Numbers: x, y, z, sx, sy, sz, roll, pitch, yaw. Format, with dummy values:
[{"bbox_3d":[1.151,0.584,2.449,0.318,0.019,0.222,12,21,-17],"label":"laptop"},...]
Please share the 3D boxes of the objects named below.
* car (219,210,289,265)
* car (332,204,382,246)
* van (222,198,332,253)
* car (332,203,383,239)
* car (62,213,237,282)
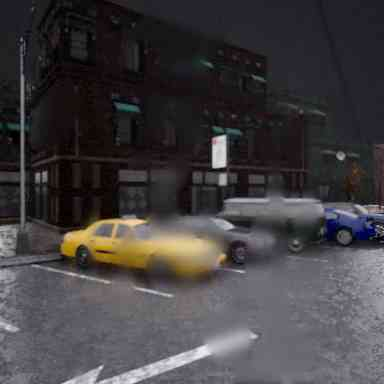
[{"bbox_3d":[0.672,1.511,11.661,4.674,1.452,2.002,-1,-1,34],"label":"car"},{"bbox_3d":[5.553,1.457,15.154,5.008,1.535,2.097,-1,0,34],"label":"car"},{"bbox_3d":[3.010,1.240,13.473,4.442,1.987,1.878,-1,0,34],"label":"van"},{"bbox_3d":[7.969,1.325,16.938,4.553,1.767,2.185,-1,-1,34],"label":"car"},{"bbox_3d":[-1.610,1.472,9.795,5.366,1.575,1.946,-1,-1,34],"label":"car"}]
